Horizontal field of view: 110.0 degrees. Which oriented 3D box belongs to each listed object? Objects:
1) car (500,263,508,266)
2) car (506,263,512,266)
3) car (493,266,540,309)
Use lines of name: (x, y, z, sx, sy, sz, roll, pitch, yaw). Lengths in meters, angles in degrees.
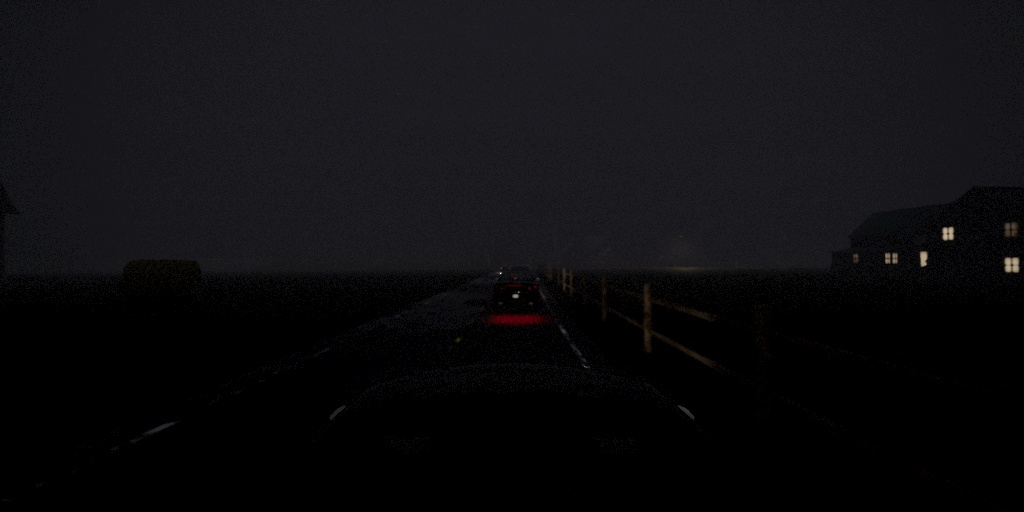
car: (-0.994, 1.902, 60.336, 1.882, 1.535, 5.008, 0, -1, 2)
car: (0.732, 1.570, 30.259, 1.837, 1.490, 4.892, 0, 0, 3)
car: (0.236, 1.381, 16.019, 1.882, 1.535, 5.008, 0, 0, 2)
